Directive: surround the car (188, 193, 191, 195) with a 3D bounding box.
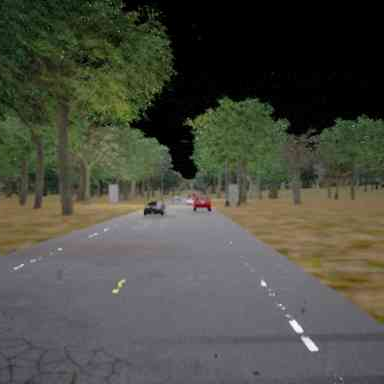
[{"bbox_3d":[0.008,1.286,76.578,2.150,2.045,5.566,0,0,0],"label":"car"}]

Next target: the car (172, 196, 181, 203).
[{"bbox_3d":[-3.492,1.595,73.748,1.812,1.442,4.674,0,0,0],"label":"car"}]

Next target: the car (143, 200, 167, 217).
[{"bbox_3d":[-3.592,1.565,32.825,1.882,1.535,5.008,0,0,0],"label":"car"}]

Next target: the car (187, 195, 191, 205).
[{"bbox_3d":[0.008,1.760,60.658,1.895,1.301,4.718,0,0,0],"label":"car"}]

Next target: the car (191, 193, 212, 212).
[{"bbox_3d":[1.230,1.335,41.167,2.150,2.045,5.566,0,0,0],"label":"car"}]
